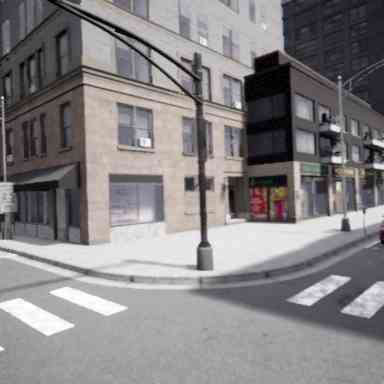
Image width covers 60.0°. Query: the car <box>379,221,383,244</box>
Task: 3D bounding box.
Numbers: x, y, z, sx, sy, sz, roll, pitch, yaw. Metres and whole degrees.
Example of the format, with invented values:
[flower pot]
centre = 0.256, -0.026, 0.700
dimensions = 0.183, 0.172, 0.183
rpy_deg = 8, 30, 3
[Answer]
[car]
centre = 8.852, 1.244, 13.269
dimensions = 1.887, 1.381, 4.507
rpy_deg = -2, 0, 43
